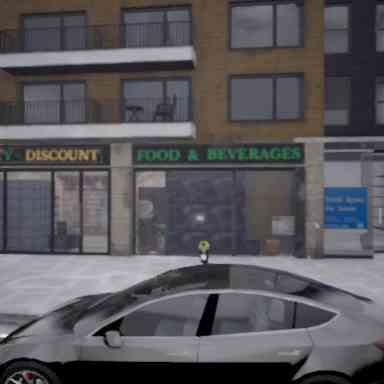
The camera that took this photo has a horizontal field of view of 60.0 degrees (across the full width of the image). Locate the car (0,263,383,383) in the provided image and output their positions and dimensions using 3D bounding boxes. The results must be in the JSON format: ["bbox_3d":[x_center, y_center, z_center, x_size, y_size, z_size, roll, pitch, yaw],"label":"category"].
[{"bbox_3d":[-0.009,1.577,3.833,4.313,1.339,1.947,0,0,6],"label":"car"}]
